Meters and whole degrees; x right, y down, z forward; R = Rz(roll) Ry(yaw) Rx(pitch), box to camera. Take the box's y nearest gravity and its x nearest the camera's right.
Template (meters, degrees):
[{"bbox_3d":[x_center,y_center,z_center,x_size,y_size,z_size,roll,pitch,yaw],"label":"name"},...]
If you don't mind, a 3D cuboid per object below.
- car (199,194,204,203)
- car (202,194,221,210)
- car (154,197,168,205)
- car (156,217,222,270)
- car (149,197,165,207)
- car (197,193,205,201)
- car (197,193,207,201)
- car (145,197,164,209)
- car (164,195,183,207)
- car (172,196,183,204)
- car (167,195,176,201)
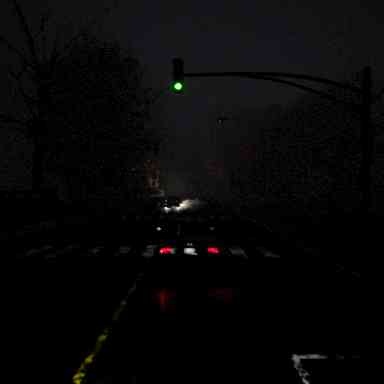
[{"bbox_3d":[2.558,1.495,51.436,1.887,1.381,4.507,-1,0,0],"label":"car"},{"bbox_3d":[2.611,1.398,42.736,1.967,1.590,4.097,-1,0,0],"label":"car"},{"bbox_3d":[-5.322,1.511,57.128,1.947,1.339,4.313,-1,0,0],"label":"car"},{"bbox_3d":[-0.192,1.537,10.938,2.033,1.411,5.357,0,0,-3],"label":"car"},{"bbox_3d":[-5.322,1.516,51.440,1.947,1.339,4.313,-1,0,0],"label":"car"},{"bbox_3d":[2.559,1.502,68.502,1.947,1.339,4.313,-1,0,0],"label":"car"},{"bbox_3d":[2.556,1.240,85.567,2.192,1.841,5.009,-1,0,0],"label":"car"},{"bbox_3d":[-5.325,1.521,45.753,1.947,1.339,4.313,-1,0,0],"label":"car"},{"bbox_3d":[-2.831,1.304,48.847,2.097,1.767,4.553,0,0,0],"label":"car"},{"bbox_3d":[-2.764,1.541,65.086,1.895,1.301,4.718,0,0,0],"label":"car"},{"bbox_3d":[-5.321,1.476,85.571,2.008,1.369,4.403,-1,0,0],"label":"car"}]
